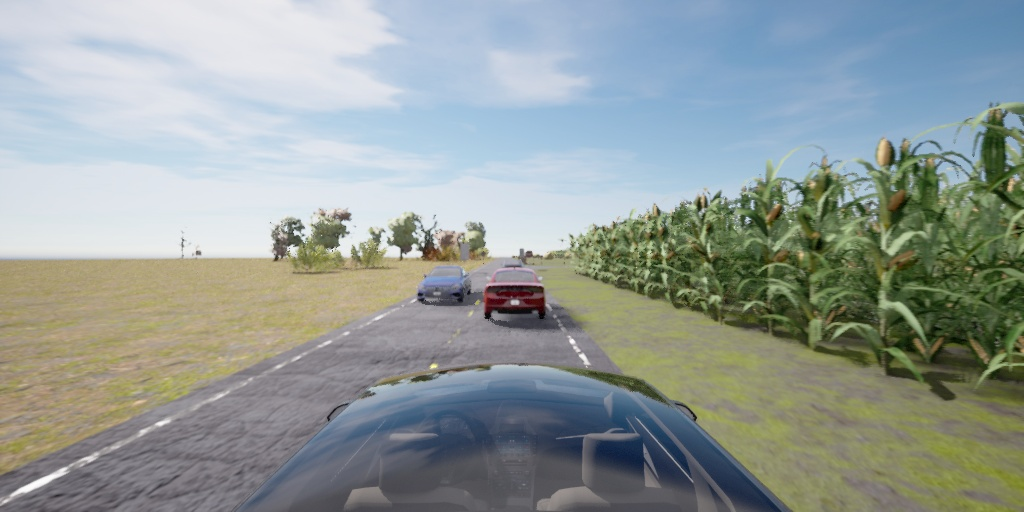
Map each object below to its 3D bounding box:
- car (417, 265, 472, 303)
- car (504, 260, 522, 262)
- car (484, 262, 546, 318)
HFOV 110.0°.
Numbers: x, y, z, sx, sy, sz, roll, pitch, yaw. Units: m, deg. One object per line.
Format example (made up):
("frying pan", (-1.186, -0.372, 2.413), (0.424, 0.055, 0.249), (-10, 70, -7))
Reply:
("car", (-2.853, 1.157, 15.973), (1.812, 1.442, 4.674), (0, 0, 0))
("car", (0.071, 1.022, 28.953), (2.128, 1.511, 4.902), (0, 0, 0))
("car", (0.088, 1.137, 12.564), (1.882, 1.535, 5.008), (0, 0, 0))
